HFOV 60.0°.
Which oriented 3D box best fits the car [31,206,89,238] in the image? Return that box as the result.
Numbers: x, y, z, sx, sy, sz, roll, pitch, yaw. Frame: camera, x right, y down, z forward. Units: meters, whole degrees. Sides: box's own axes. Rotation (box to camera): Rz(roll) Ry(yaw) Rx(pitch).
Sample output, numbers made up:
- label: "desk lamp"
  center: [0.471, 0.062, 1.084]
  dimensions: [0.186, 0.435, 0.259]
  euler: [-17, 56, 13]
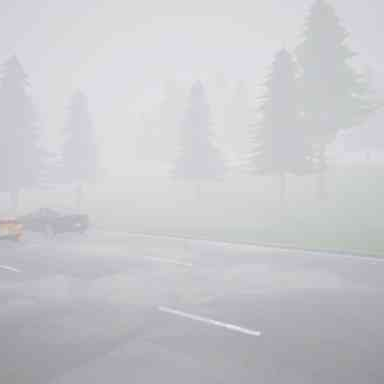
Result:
- label: "car"
  center: [-7.689, 1.499, 18.060]
  dimensions: [5.008, 1.535, 1.882]
  euler: [0, 0, 36]

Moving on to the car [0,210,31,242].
- label: "car"
  center: [-9.726, 1.499, 15.214]
  dimensions: [5.008, 1.535, 1.882]
  euler: [0, 0, 36]
